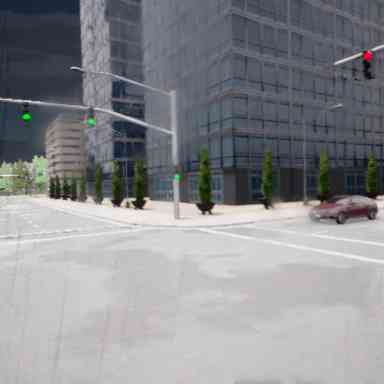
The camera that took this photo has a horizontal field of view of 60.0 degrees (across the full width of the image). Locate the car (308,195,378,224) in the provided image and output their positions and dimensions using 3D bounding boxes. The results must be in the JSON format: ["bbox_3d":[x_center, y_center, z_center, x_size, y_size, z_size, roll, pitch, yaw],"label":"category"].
[{"bbox_3d":[8.585,0.906,18.733,4.674,1.442,1.812,-2,1,-32],"label":"car"}]
